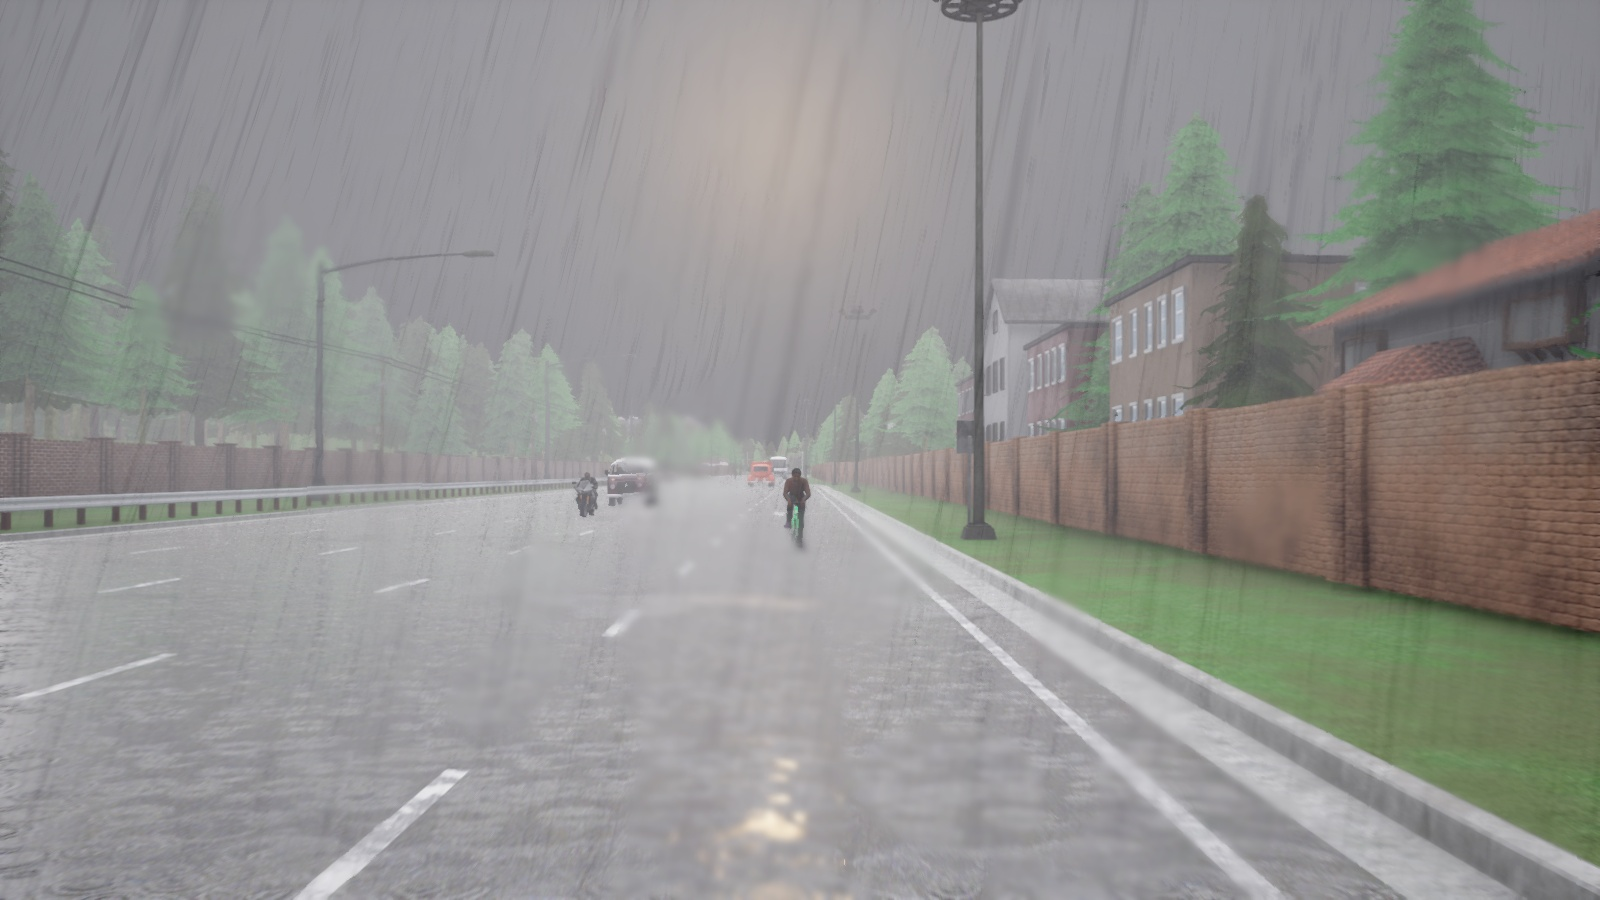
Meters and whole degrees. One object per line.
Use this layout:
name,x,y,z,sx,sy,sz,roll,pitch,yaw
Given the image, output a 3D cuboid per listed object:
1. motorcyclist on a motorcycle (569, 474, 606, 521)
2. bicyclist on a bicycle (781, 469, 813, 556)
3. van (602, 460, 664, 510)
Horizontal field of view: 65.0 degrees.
motorcyclist on a motorcycle,-7.103,1.582,42.040,0.866,1.530,2.191,0,-1,0
bicyclist on a bicycle,-0.060,1.174,24.252,0.582,1.620,1.656,0,-1,0
van,-7.133,1.471,54.047,2.069,2.038,4.480,0,-1,0
